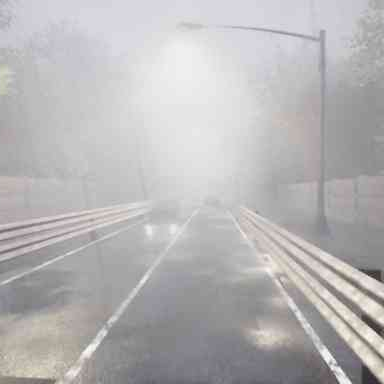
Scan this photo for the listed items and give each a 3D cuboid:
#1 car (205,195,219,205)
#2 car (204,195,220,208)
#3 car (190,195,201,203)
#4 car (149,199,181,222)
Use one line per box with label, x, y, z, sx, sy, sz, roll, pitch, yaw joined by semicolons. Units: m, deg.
car;3.239;1.223;53.591;2.128;1.511;4.902;0;0;4
car;2.603;1.197;43.297;1.882;1.535;5.008;0;0;4
car;0.669;1.254;64.947;1.882;1.535;5.008;0;0;4
car;-1.896;1.265;24.772;1.882;1.535;5.008;0;0;4
